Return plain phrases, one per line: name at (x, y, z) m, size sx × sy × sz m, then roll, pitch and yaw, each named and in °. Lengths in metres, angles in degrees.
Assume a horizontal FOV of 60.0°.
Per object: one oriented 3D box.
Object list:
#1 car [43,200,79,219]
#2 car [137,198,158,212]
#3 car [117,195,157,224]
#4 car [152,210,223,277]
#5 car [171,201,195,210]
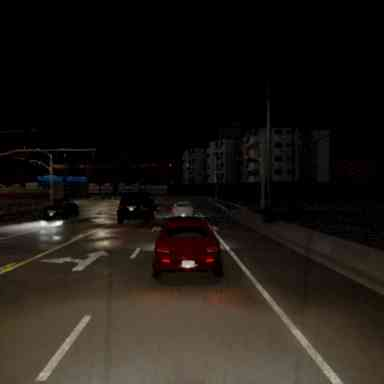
car at (-11.353, 1.509, 29.089) m, size 2.128 × 1.511 × 4.902 m, roll 0°, pitch 0°, yaw -2°
car at (-5.087, 1.433, 37.565) m, size 1.994 × 1.385 × 4.181 m, roll -1°, pitch 1°, yaw -11°
car at (-4.117, 1.209, 24.943) m, size 2.150 × 2.045 × 5.566 m, roll 0°, pitch 1°, yaw -1°
car at (-0.157, 1.516, 10.137) m, size 1.812 × 1.442 × 4.674 m, roll 0°, pitch 0°, yaw -2°
car at (-0.694, 1.478, 26.779) m, size 1.812 × 1.442 × 4.674 m, roll 0°, pitch 0°, yaw -1°
